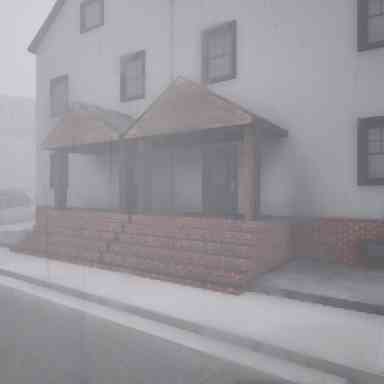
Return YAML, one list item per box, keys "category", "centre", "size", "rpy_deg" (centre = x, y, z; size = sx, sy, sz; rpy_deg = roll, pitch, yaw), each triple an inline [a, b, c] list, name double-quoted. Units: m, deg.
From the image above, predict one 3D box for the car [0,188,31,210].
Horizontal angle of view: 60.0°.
- category: "car"
  centre: [-15.829, 0.657, 27.135]
  size: [2.097, 1.767, 4.553]
  rpy_deg: [0, 7, 35]
